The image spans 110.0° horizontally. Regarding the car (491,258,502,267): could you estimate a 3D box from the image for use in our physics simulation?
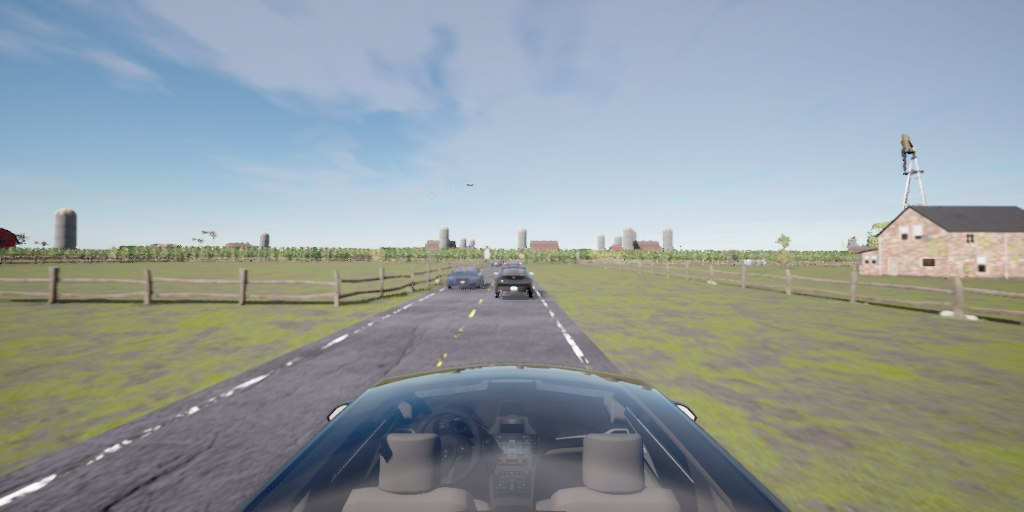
[{"bbox_3d":[-2.770,1.183,64.435,2.128,1.511,4.902,0,0,1],"label":"car"}]

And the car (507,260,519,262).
[{"bbox_3d":[0.103,1.198,41.515,1.882,1.535,5.008,0,0,0],"label":"car"}]

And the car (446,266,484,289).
[{"bbox_3d":[-2.847,1.302,22.566,1.994,1.385,4.181,0,0,0],"label":"car"}]

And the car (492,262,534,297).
[{"bbox_3d":[0.094,1.244,18.772,1.837,1.490,4.892,0,0,0],"label":"car"}]
